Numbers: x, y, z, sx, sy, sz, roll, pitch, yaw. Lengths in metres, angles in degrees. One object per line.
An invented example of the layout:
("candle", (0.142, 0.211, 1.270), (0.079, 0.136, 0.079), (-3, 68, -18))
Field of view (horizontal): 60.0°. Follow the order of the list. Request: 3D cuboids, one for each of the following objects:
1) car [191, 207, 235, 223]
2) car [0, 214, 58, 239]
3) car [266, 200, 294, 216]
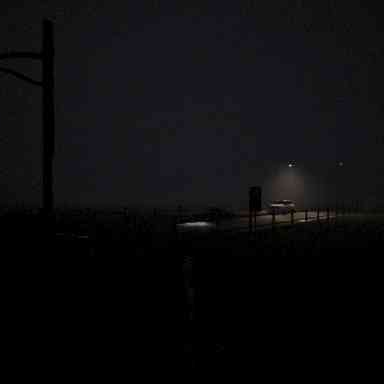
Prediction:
("car", (2.151, 2.103, 31.728), (2.033, 1.411, 5.357), (0, -1, 36))
("car", (-9.597, 1.800, 17.113), (4.718, 1.301, 1.895), (1, -1, -42))
("car", (12.143, 2.110, 45.376), (2.150, 2.045, 5.566), (0, -2, 36))
